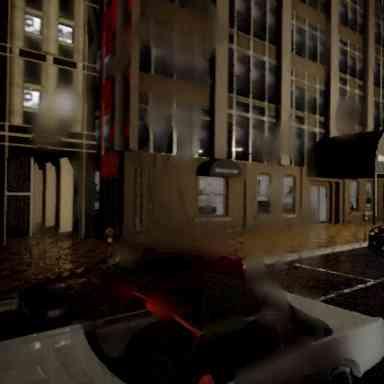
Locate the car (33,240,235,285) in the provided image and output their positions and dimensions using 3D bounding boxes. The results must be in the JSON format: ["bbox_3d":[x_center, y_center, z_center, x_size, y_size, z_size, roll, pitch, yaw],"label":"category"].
[{"bbox_3d":[-0.779,1.590,5.991,4.206,1.307,1.802,0,1,-35],"label":"car"}]

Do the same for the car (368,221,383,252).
[{"bbox_3d":[8.435,1.476,12.555,4.097,1.590,1.967,0,1,-35],"label":"car"}]

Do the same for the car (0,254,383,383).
[{"bbox_3d":[-0.240,1.605,3.083,4.718,1.301,1.895,0,0,-35],"label":"car"}]
